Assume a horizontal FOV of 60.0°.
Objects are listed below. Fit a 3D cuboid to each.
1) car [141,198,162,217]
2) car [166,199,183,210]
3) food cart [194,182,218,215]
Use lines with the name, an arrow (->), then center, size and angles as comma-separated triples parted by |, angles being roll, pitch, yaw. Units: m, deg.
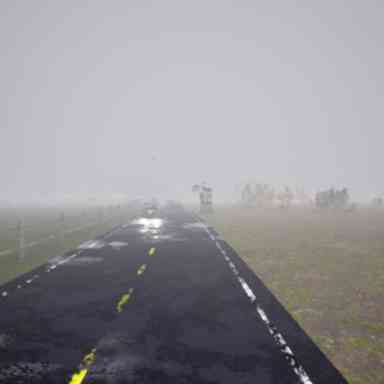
car -> -4.078, 1.692, 33.565 | 2.128, 1.511, 4.902 | 0, 0, -4
car -> -2.369, 1.907, 48.119 | 1.895, 1.301, 4.718 | 0, 0, -6
food cart -> 1.540, 0.702, 38.570 | 2.280, 3.560, 4.660 | -1, -1, -5
